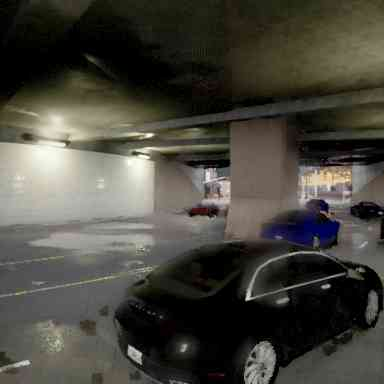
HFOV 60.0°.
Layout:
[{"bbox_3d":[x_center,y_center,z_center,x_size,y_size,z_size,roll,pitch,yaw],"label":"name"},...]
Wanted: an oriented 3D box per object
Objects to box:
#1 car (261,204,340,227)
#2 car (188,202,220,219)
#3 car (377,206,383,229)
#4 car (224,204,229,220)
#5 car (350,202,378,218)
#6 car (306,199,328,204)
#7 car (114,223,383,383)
[{"bbox_3d":[4.609,1.477,13.686,1.882,1.535,5.008,0,0,39],"label":"car"},{"bbox_3d":[1.125,1.601,29.689,1.895,1.301,4.718,0,0,16],"label":"car"},{"bbox_3d":[10.735,1.477,17.010,1.882,1.535,5.008,0,0,31],"label":"car"},{"bbox_3d":[4.099,1.352,27.719,2.097,1.767,4.553,0,0,18],"label":"car"},{"bbox_3d":[15.743,1.564,30.148,1.994,1.385,4.181,0,0,15],"label":"car"},{"bbox_3d":[13.791,1.477,36.820,1.882,1.535,5.008,0,0,13],"label":"car"},{"bbox_3d":[1.231,1.506,5.179,4.892,1.490,1.837,0,0,-40],"label":"car"}]
